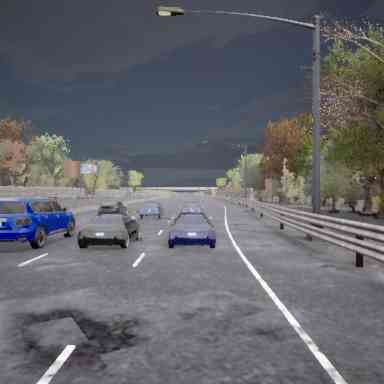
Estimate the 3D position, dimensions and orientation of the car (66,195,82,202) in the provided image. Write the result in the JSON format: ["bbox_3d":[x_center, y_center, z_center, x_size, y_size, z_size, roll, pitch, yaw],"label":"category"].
[{"bbox_3d":[-28.000,1.584,78.868,2.128,1.511,4.902,0,0,0],"label":"car"}]

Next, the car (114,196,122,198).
[{"bbox_3d":[-17.500,1.583,78.868,1.812,1.442,4.674,0,0,0],"label":"car"}]

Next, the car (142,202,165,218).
[{"bbox_3d":[-3.500,1.572,29.651,2.033,1.411,5.357,0,0,0],"label":"car"}]

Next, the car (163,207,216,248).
[{"bbox_3d":[0.000,1.572,14.651,1.994,1.385,4.181,0,0,0],"label":"car"}]

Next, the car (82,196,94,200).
[{"bbox_3d":[-24.500,1.654,78.838,1.895,1.301,4.718,0,0,0],"label":"car"}]

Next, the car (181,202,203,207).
[{"bbox_3d":[0.000,1.572,29.651,2.033,1.411,5.357,0,0,0],"label":"car"}]

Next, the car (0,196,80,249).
[{"bbox_3d":[-7.000,1.258,14.681,2.150,2.045,5.566,0,0,0],"label":"car"}]

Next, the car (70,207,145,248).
[{"bbox_3d":[-3.500,1.572,14.651,1.994,1.385,4.181,0,0,0],"label":"car"}]

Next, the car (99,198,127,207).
[{"bbox_3d":[-7.000,1.525,29.651,1.837,1.490,4.892,0,0,0],"label":"car"}]

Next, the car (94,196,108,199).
[{"bbox_3d":[-21.000,1.654,78.838,1.895,1.301,4.718,0,0,0],"label":"car"}]
